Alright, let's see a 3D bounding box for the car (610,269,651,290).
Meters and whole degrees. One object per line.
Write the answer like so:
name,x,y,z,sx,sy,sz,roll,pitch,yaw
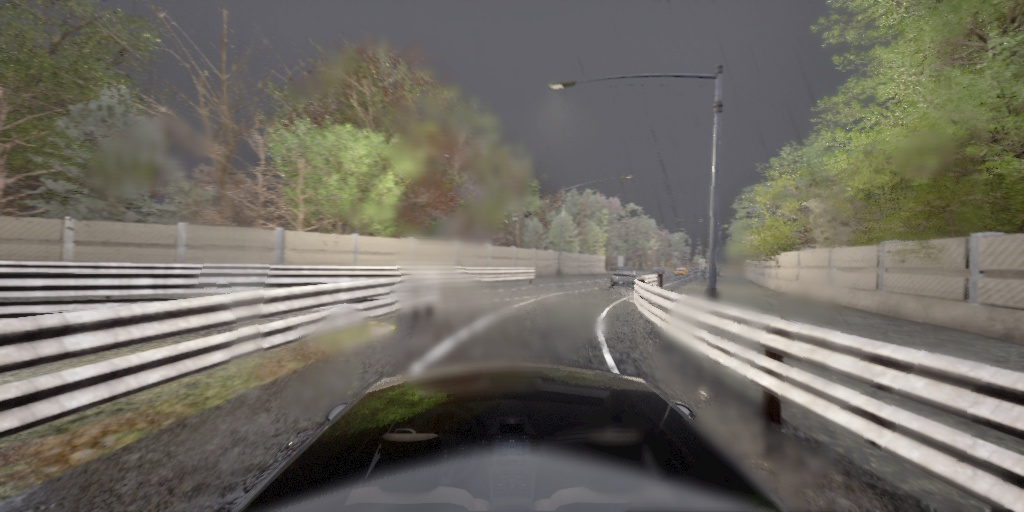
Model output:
car,8.984,1.765,27.689,2.128,1.511,4.902,2,-1,30
